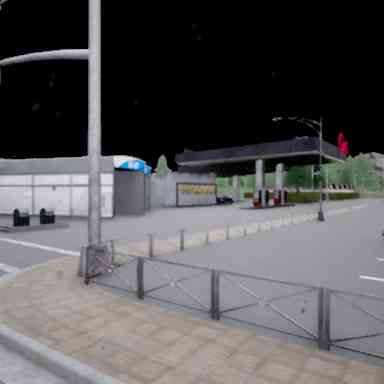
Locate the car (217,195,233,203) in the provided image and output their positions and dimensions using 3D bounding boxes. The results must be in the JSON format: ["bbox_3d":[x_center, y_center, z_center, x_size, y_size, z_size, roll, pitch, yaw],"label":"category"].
[{"bbox_3d":[5.987,1.406,63.840,2.242,1.667,4.611,0,0,36],"label":"car"}]
